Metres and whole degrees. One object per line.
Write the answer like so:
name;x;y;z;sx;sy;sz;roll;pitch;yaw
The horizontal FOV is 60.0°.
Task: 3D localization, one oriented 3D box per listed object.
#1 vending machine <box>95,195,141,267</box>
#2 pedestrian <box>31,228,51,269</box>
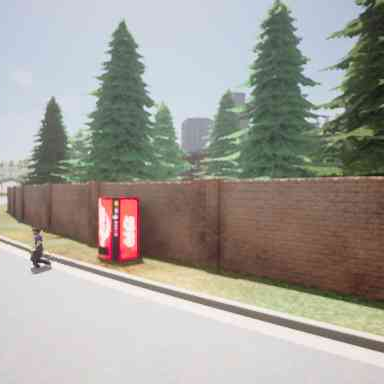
vending machine;-2.321;1.147;10.509;0.880;2.100;1.100;0;0;42
pedestrian;-4.335;1.519;9.404;0.375;1.300;0.375;0;0;42
